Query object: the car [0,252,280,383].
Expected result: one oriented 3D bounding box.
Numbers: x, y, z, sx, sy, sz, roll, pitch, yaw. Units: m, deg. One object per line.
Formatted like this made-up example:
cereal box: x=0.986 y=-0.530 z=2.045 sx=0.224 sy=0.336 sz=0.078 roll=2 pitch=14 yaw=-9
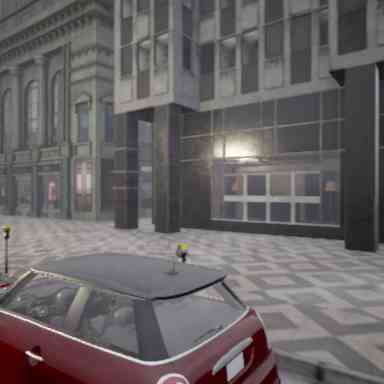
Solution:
car: x=-1.227 y=1.446 z=3.835 sx=4.097 sy=1.590 sz=1.967 roll=0 pitch=0 yaw=36
